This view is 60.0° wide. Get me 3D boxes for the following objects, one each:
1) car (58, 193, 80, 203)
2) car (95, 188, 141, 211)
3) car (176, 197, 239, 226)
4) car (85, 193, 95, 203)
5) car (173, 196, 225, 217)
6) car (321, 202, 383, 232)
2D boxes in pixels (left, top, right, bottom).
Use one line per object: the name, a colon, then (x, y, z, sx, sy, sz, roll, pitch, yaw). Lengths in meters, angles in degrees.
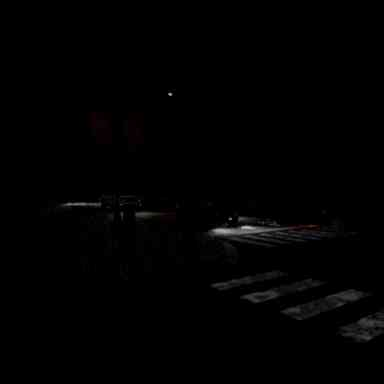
car: (-16.774, 0.728, 45.325, 1.895, 1.301, 4.718, 0, 1, -35)
car: (-6.797, 0.640, 31.131, 2.150, 2.045, 5.566, 0, 1, -35)
car: (0.803, 1.175, 20.388, 1.812, 1.442, 4.674, 0, 1, -35)
car: (-13.025, 0.746, 45.629, 1.895, 1.301, 4.718, 0, 1, -35)
car: (0.489, 1.108, 26.451, 1.994, 1.385, 4.181, 0, 1, -35)
car: (8.870, 1.273, 16.187, 4.902, 1.511, 2.128, 2, 2, 41)
